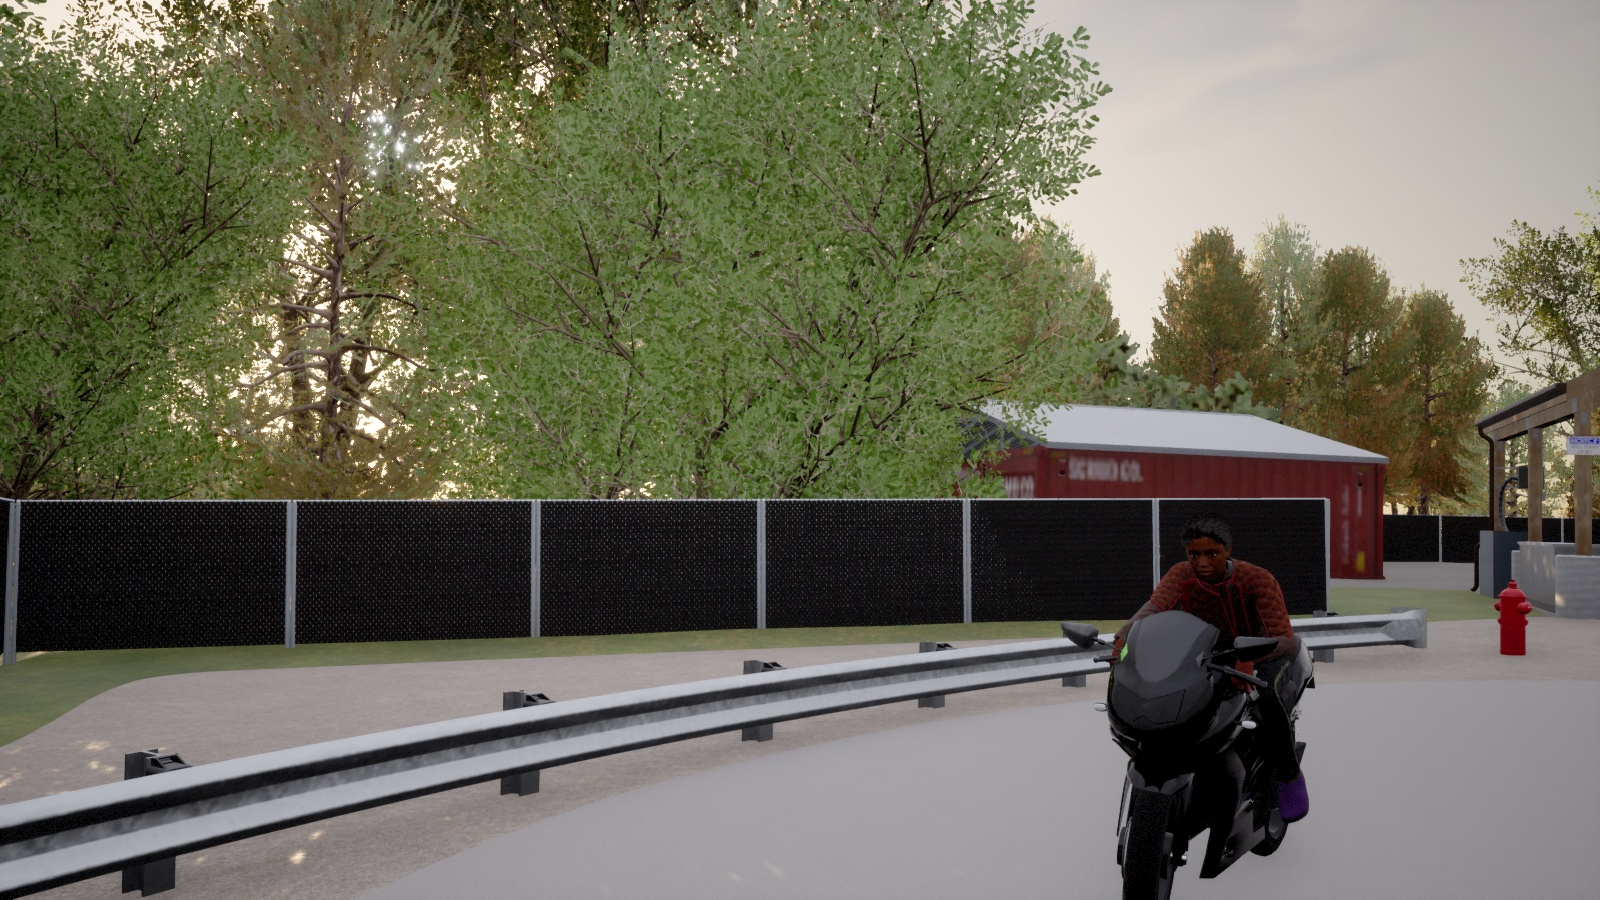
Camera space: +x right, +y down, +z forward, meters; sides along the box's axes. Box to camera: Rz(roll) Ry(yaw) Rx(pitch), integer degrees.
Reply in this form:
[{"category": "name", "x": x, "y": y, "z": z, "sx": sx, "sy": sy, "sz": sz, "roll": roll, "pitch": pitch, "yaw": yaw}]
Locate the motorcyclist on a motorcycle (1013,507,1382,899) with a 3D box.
[{"category": "motorcyclist on a motorcycle", "x": 1.675, "y": 0.996, "z": 5.020, "sx": 0.797, "sy": 1.523, "sz": 2.044, "roll": -1, "pitch": -3, "yaw": 36}]
